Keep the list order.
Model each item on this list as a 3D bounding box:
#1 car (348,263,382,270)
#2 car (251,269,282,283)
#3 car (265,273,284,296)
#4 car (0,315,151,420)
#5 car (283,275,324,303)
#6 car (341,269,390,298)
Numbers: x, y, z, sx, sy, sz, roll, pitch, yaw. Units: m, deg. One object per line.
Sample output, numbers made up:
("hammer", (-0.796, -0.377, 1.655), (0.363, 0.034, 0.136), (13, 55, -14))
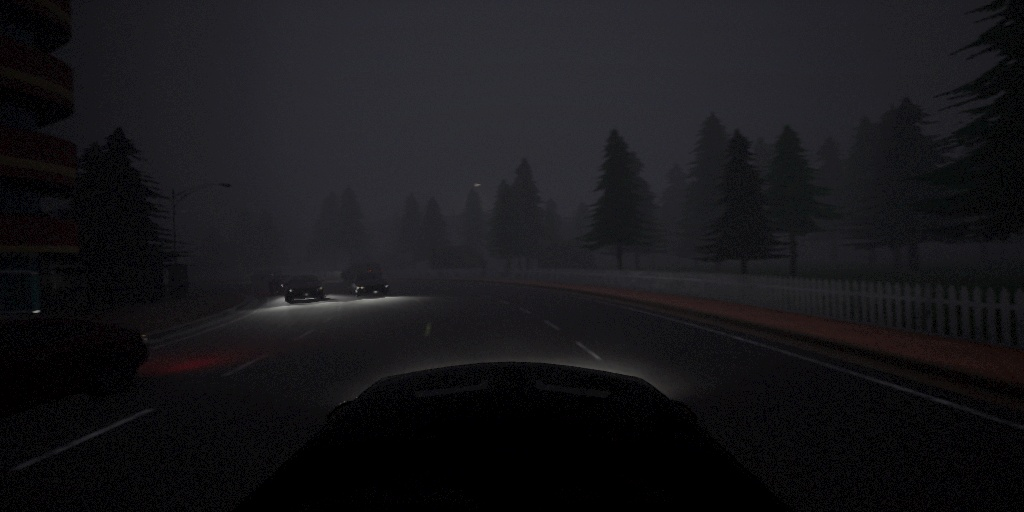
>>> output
("car", (-16.937, 1.829, 40.510), (5.566, 2.045, 2.150), (-2, 0, 34))
("car", (-32.780, 2.620, 48.082), (4.553, 1.767, 2.097), (-2, 0, 23))
("car", (-16.529, 2.123, 26.482), (1.895, 1.301, 4.718), (-2, 0, -42))
("car", (-7.247, 1.575, 4.499), (1.812, 1.442, 4.674), (-2, 0, -5))
("car", (-12.366, 1.863, 21.352), (1.812, 1.442, 4.674), (-2, 0, -32))
("car", (-9.409, 1.780, 23.224), (2.033, 1.411, 5.357), (-2, 0, -32))
